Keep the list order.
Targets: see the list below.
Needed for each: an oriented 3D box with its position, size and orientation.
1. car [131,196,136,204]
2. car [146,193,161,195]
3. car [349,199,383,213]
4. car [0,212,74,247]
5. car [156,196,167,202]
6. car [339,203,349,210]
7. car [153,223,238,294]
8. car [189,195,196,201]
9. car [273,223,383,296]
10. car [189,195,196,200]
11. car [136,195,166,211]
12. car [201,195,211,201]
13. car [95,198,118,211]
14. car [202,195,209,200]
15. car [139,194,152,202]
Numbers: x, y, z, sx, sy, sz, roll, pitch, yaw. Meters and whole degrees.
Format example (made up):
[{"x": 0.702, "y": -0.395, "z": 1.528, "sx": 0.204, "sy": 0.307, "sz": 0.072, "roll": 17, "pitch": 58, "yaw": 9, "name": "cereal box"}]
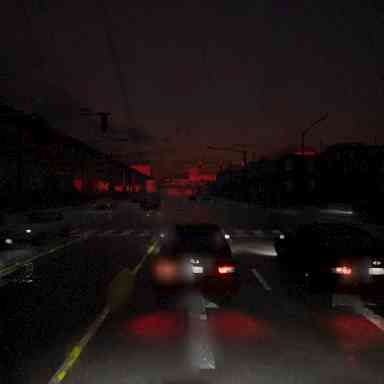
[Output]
[{"x": -10.422, "y": 1.547, "z": 63.663, "sx": 2.033, "sy": 1.411, "sz": 5.357, "roll": 0, "pitch": 0, "yaw": 1, "name": "car"}, {"x": -6.932, "y": 1.220, "z": 62.667, "sx": 2.150, "sy": 2.045, "sz": 5.566, "roll": 0, "pitch": 0, "yaw": 1, "name": "car"}, {"x": 20.032, "y": 1.564, "z": 36.343, "sx": 4.181, "sy": 1.385, "sz": 1.994, "roll": 0, "pitch": 0, "yaw": 0, "name": "car"}, {"x": -7.071, "y": 1.601, "z": 15.073, "sx": 1.895, "sy": 1.301, "sz": 4.718, "roll": 0, "pitch": 0, "yaw": 0, "name": "car"}, {"x": -6.853, "y": 1.540, "z": 74.732, "sx": 2.033, "sy": 1.411, "sz": 5.357, "roll": 0, "pitch": 0, "yaw": 0, "name": "car"}, {"x": 20.614, "y": 1.547, "z": 39.847, "sx": 5.357, "sy": 1.411, "sz": 2.033, "roll": 0, "pitch": 0, "yaw": 0, "name": "car"}, {"x": 0.086, "y": 1.547, "z": 8.920, "sx": 2.033, "sy": 1.411, "sz": 5.357, "roll": 0, "pitch": 0, "yaw": 0, "name": "car"}, {"x": 0.164, "y": 1.540, "z": 83.204, "sx": 2.033, "sy": 1.411, "sz": 5.357, "roll": 0, "pitch": 0, "yaw": 0, "name": "car"}, {"x": 3.578, "y": 1.547, "z": 8.814, "sx": 2.033, "sy": 1.411, "sz": 5.357, "roll": 0, "pitch": 0, "yaw": 2, "name": "car"}, {"x": 0.184, "y": 1.500, "z": 93.713, "sx": 1.837, "sy": 1.490, "sz": 4.892, "roll": 0, "pitch": 0, "yaw": 0, "name": "car"}, {"x": -5.081, "y": 1.477, "z": 40.615, "sx": 1.882, "sy": 1.535, "sz": 5.008, "roll": -1, "pitch": 0, "yaw": -21, "name": "car"}, {"x": 3.666, "y": 1.552, "z": 84.154, "sx": 1.994, "sy": 1.385, "sz": 4.181, "roll": 0, "pitch": 0, "yaw": 0, "name": "car"}, {"x": -10.520, "y": 1.477, "z": 41.043, "sx": 1.882, "sy": 1.535, "sz": 5.008, "roll": 0, "pitch": 0, "yaw": 0, "name": "car"}, {"x": 3.685, "y": 1.524, "z": 93.968, "sx": 1.812, "sy": 1.442, "sz": 4.674, "roll": 0, "pitch": 0, "yaw": 0, "name": "car"}, {"x": -10.354, "y": 1.355, "z": 74.167, "sx": 2.097, "sy": 1.767, "sz": 4.553, "roll": 0, "pitch": 0, "yaw": 0, "name": "car"}]
